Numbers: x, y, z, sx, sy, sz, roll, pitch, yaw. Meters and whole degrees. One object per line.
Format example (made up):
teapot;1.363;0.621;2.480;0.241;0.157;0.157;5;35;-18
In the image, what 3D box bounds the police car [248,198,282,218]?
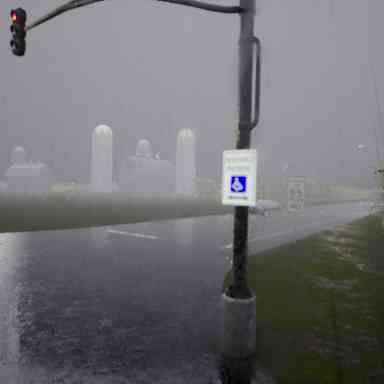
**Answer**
police car;6.304;1.333;29.281;1.930;1.638;5.238;2;1;36
